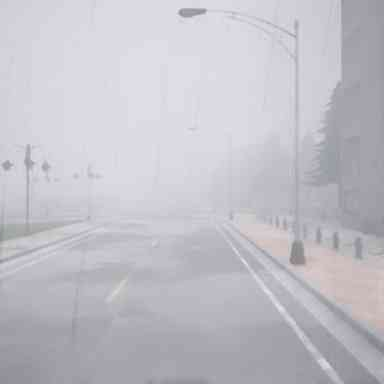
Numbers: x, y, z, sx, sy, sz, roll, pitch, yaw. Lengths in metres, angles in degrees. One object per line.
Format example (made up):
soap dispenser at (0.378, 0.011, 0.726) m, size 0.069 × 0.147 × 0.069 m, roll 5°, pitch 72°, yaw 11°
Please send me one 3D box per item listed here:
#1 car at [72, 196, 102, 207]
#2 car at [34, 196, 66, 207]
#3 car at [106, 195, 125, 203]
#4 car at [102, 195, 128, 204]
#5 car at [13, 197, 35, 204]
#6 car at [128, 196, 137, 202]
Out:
car at (-17.399, 1.818, 55.329) m, size 3.633 × 1.501 × 1.845 m, roll 0°, pitch 0°, yaw 0°
car at (-24.821, 1.852, 58.306) m, size 3.806 × 1.475 × 1.970 m, roll 0°, pitch 0°, yaw 0°
car at (-17.682, 1.688, 76.820) m, size 3.866 × 1.878 × 1.905 m, roll 0°, pitch 0°, yaw 0°
car at (-17.269, 1.686, 73.914) m, size 4.605 × 1.855 × 1.932 m, roll 0°, pitch 0°, yaw 0°
car at (-35.817, 1.881, 70.296) m, size 3.633 × 1.501 × 1.845 m, roll 0°, pitch 0°, yaw 0°
car at (-17.687, 1.863, 89.613) m, size 5.027 × 1.636 × 2.152 m, roll 0°, pitch 0°, yaw 0°
